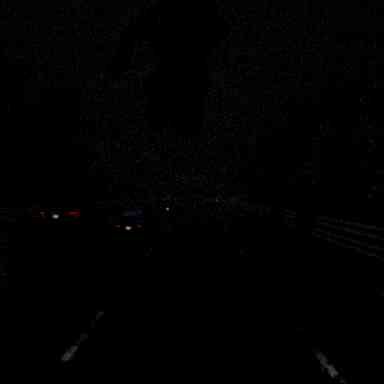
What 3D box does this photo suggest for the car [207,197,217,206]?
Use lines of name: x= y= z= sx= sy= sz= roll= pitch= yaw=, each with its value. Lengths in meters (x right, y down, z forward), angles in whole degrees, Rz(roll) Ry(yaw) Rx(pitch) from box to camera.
car: x=3.727 y=1.781 z=61.968 sx=1.801 sy=1.575 sz=5.366 roll=0 pitch=0 yaw=5

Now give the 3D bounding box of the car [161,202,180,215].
car: x=-2.416 y=1.740 z=36.357 sx=1.994 sy=1.385 sz=4.181 roll=0 pitch=0 yaw=3

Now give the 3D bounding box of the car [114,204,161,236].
car: x=-3.094 y=1.612 z=18.801 sx=1.812 sy=1.442 sz=4.674 roll=0 pitch=0 yaw=2

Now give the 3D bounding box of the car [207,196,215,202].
car: x=4.999 y=1.816 z=85.941 sx=1.812 sy=1.442 sz=4.674 roll=0 pitch=0 yaw=7

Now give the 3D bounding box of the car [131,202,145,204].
car: x=-5.912 y=1.739 z=36.526 sx=1.994 sy=1.385 sz=4.181 roll=0 pitch=0 yaw=3

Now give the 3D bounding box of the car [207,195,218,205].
car: x=4.227 y=1.586 z=67.713 sx=2.150 sy=2.045 sz=5.566 roll=0 pitch=0 yaw=5

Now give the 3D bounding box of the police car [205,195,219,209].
police car: x=2.964 y=1.692 z=52.043 sx=1.930 sy=1.638 sz=5.238 roll=0 pitch=0 yaw=4

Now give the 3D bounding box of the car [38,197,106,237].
car: x=-6.595 y=1.307 z=18.949 sx=2.150 sy=2.045 sz=5.566 roll=0 pitch=0 yaw=2
